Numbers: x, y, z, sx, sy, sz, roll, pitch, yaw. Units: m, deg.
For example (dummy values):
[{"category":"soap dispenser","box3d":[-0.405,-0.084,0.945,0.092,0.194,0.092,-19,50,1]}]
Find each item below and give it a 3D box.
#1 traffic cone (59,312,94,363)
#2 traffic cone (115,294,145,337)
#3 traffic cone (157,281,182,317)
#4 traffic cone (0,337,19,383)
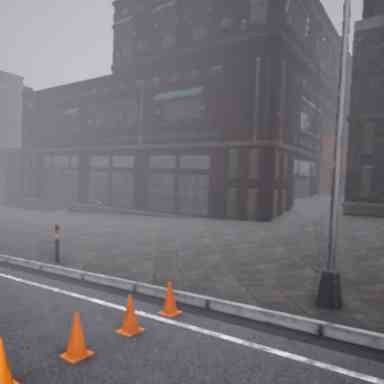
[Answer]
[{"category":"traffic cone","box3d":[-1.601,1.967,4.610,0.340,0.580,0.340,0,0,36]},{"category":"traffic cone","box3d":[-1.011,1.968,5.416,0.340,0.580,0.340,0,0,36]},{"category":"traffic cone","box3d":[-0.420,1.969,6.221,0.340,0.580,0.340,0,0,36]},{"category":"traffic cone","box3d":[-2.197,1.966,3.808,0.340,0.580,0.340,0,0,36]}]
